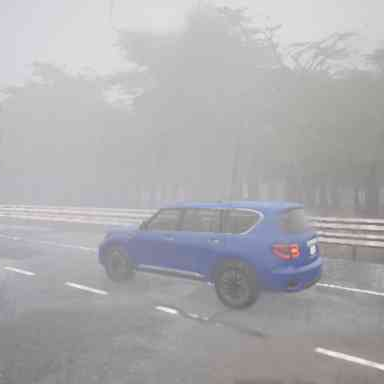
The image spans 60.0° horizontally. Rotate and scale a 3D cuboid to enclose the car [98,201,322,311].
[{"bbox_3d":[0.171,1.228,8.045,5.566,2.045,2.150,0,0,36],"label":"car"}]
